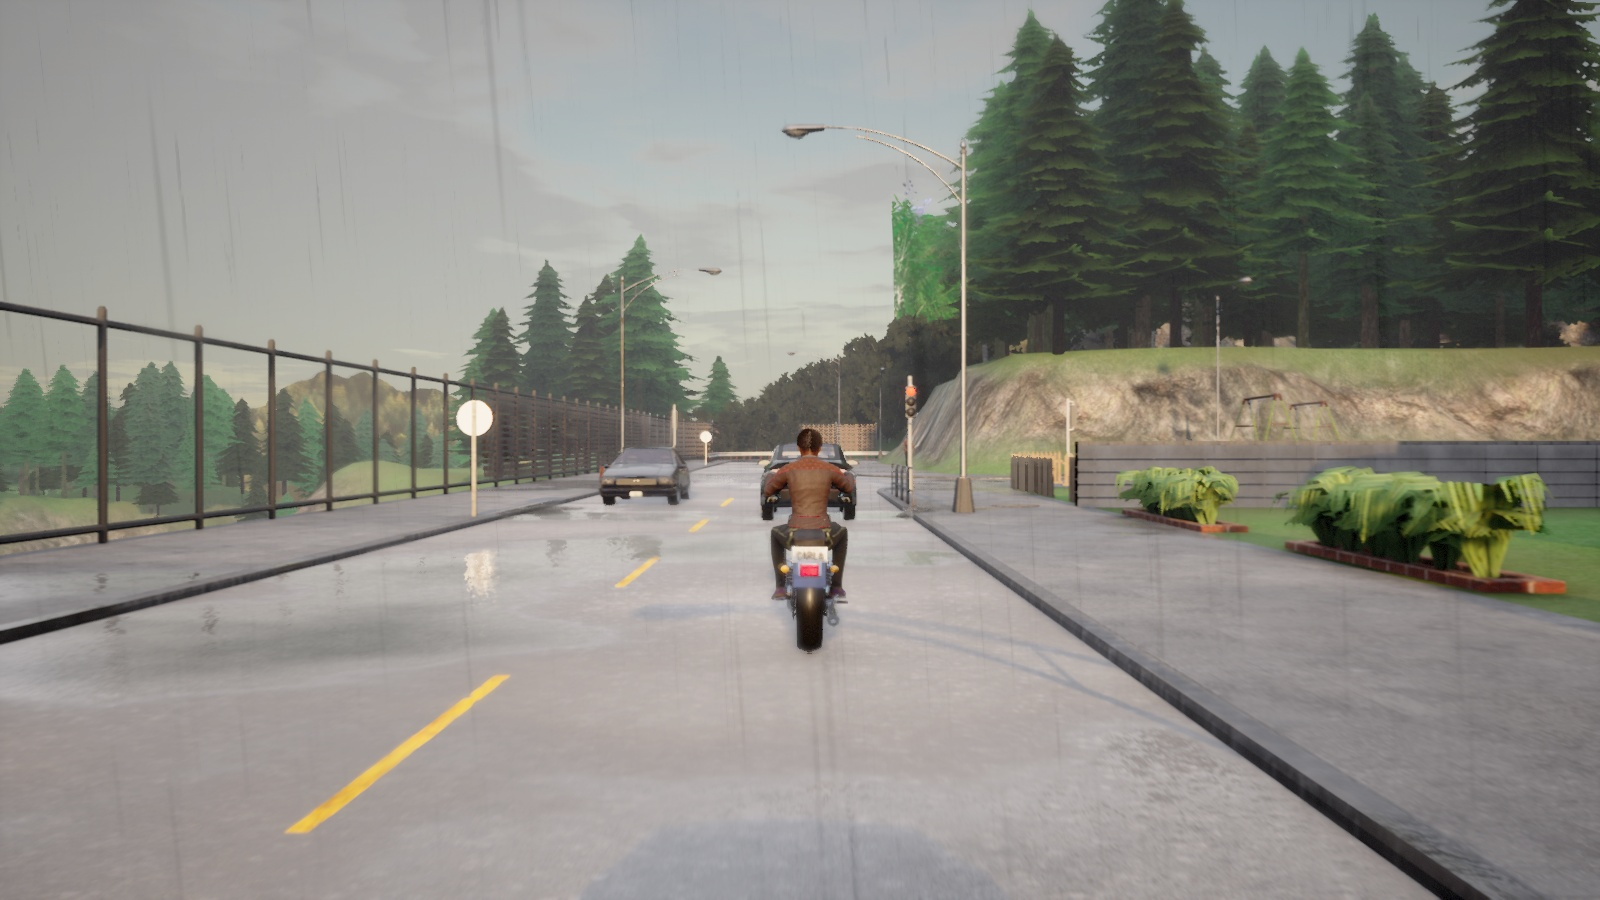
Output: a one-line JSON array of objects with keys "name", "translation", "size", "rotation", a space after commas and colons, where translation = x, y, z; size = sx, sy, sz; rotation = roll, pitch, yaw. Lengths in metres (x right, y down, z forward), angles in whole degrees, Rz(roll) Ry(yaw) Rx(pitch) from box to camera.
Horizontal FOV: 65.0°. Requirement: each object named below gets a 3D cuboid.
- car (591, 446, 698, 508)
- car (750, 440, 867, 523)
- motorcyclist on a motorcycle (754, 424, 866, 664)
[{"name": "car", "translation": [-3.813, 0.613, 31.639], "size": [2.033, 1.411, 5.357], "rotation": [0, 0, 0]}, {"name": "car", "translation": [0.169, 0.560, 25.415], "size": [2.128, 1.511, 4.902], "rotation": [0, 0, 0]}, {"name": "motorcyclist on a motorcycle", "translation": [0.074, 0.642, 9.804], "size": [0.766, 1.649, 2.350], "rotation": [0, 0, 0]}]
